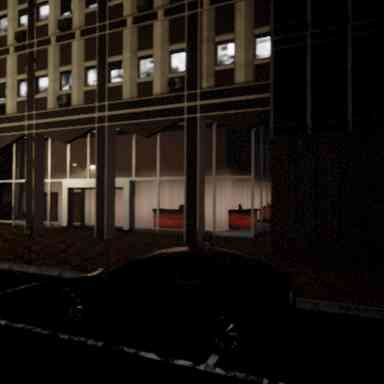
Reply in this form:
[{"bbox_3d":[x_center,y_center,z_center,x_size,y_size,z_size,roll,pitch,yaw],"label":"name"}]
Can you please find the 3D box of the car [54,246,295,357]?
[{"bbox_3d":[-0.399,1.648,5.932,4.313,1.339,1.947,0,-1,24],"label":"car"}]
